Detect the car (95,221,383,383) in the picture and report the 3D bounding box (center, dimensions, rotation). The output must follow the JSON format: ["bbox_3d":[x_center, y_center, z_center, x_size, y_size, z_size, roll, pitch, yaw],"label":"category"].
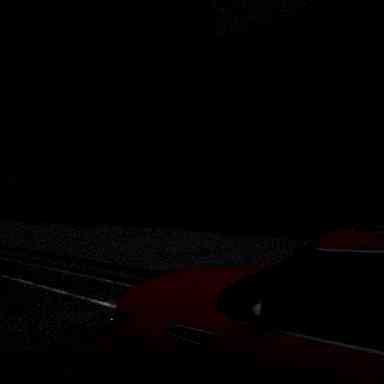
[{"bbox_3d":[1.711,1.221,2.465,5.566,2.045,2.150,0,0,35],"label":"car"}]
